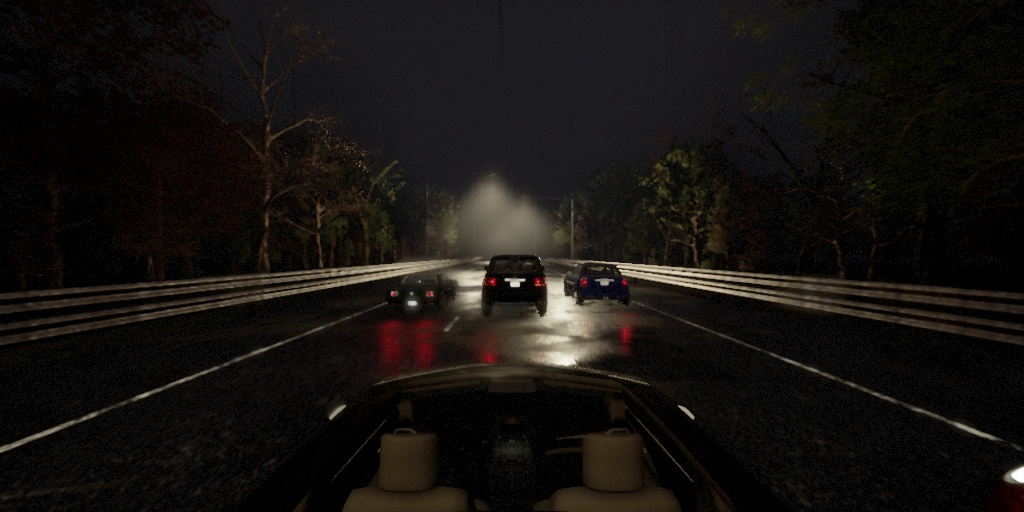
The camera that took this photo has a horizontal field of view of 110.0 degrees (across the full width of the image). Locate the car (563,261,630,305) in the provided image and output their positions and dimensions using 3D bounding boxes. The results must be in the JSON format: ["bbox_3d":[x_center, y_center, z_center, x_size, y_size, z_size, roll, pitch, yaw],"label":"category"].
[{"bbox_3d":[3.593,1.076,15.995,2.097,1.767,4.553,0,0,0],"label":"car"}]

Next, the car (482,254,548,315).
[{"bbox_3d":[0.095,0.951,13.529,2.150,2.045,5.566,0,0,0],"label":"car"}]

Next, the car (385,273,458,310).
[{"bbox_3d":[-3.406,1.328,14.503,1.895,1.301,4.718,0,0,0],"label":"car"}]
